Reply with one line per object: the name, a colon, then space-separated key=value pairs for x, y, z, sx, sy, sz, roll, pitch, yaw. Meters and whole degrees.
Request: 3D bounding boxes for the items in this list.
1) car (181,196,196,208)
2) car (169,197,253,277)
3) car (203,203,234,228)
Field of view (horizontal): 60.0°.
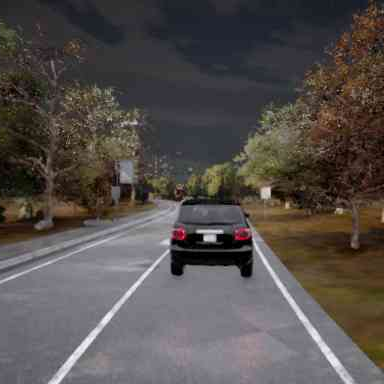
car: x=-0.586 y=1.523 z=51.170 sx=2.097 sy=1.767 sz=4.553 roll=0 pitch=0 yaw=-3
car: x=0.671 y=1.243 z=10.529 sx=2.150 sy=2.045 sz=5.566 roll=0 pitch=-1 yaw=5
car: x=2.017 y=1.626 z=24.360 sx=2.033 sy=1.411 sz=5.357 roll=0 pitch=0 yaw=6
